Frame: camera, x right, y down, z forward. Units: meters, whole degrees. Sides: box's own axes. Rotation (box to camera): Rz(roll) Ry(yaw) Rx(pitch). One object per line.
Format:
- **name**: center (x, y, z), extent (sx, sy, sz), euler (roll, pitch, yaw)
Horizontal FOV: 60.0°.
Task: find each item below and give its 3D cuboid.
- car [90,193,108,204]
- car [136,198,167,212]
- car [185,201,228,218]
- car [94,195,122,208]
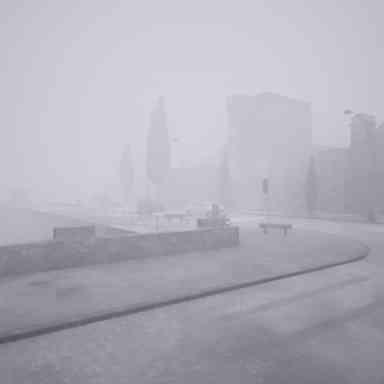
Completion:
- **car**: center (-17.293, 1.221, 62.522), extent (2.150, 2.045, 5.566), euler (0, 0, -36)
- **car**: center (-4.636, 1.503, 37.614), extent (1.837, 1.490, 4.892), euler (0, 1, -36)
- **car**: center (1.176, 1.526, 29.482), extent (1.812, 1.442, 4.674), euler (0, 0, -36)
- **car**: center (-11.838, 1.547, 47.736), extent (2.033, 1.411, 5.357), euler (0, 0, -35)
